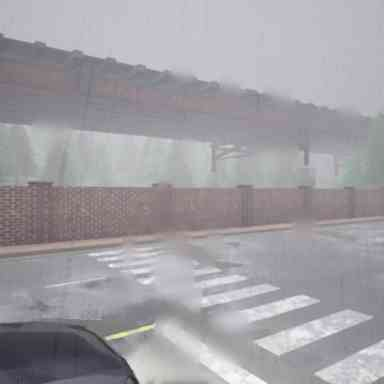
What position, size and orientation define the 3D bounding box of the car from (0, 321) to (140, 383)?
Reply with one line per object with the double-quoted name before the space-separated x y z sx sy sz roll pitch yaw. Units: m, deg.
"car" -2.352 1.565 2.069 4.181 1.385 1.994 0 0 -35
